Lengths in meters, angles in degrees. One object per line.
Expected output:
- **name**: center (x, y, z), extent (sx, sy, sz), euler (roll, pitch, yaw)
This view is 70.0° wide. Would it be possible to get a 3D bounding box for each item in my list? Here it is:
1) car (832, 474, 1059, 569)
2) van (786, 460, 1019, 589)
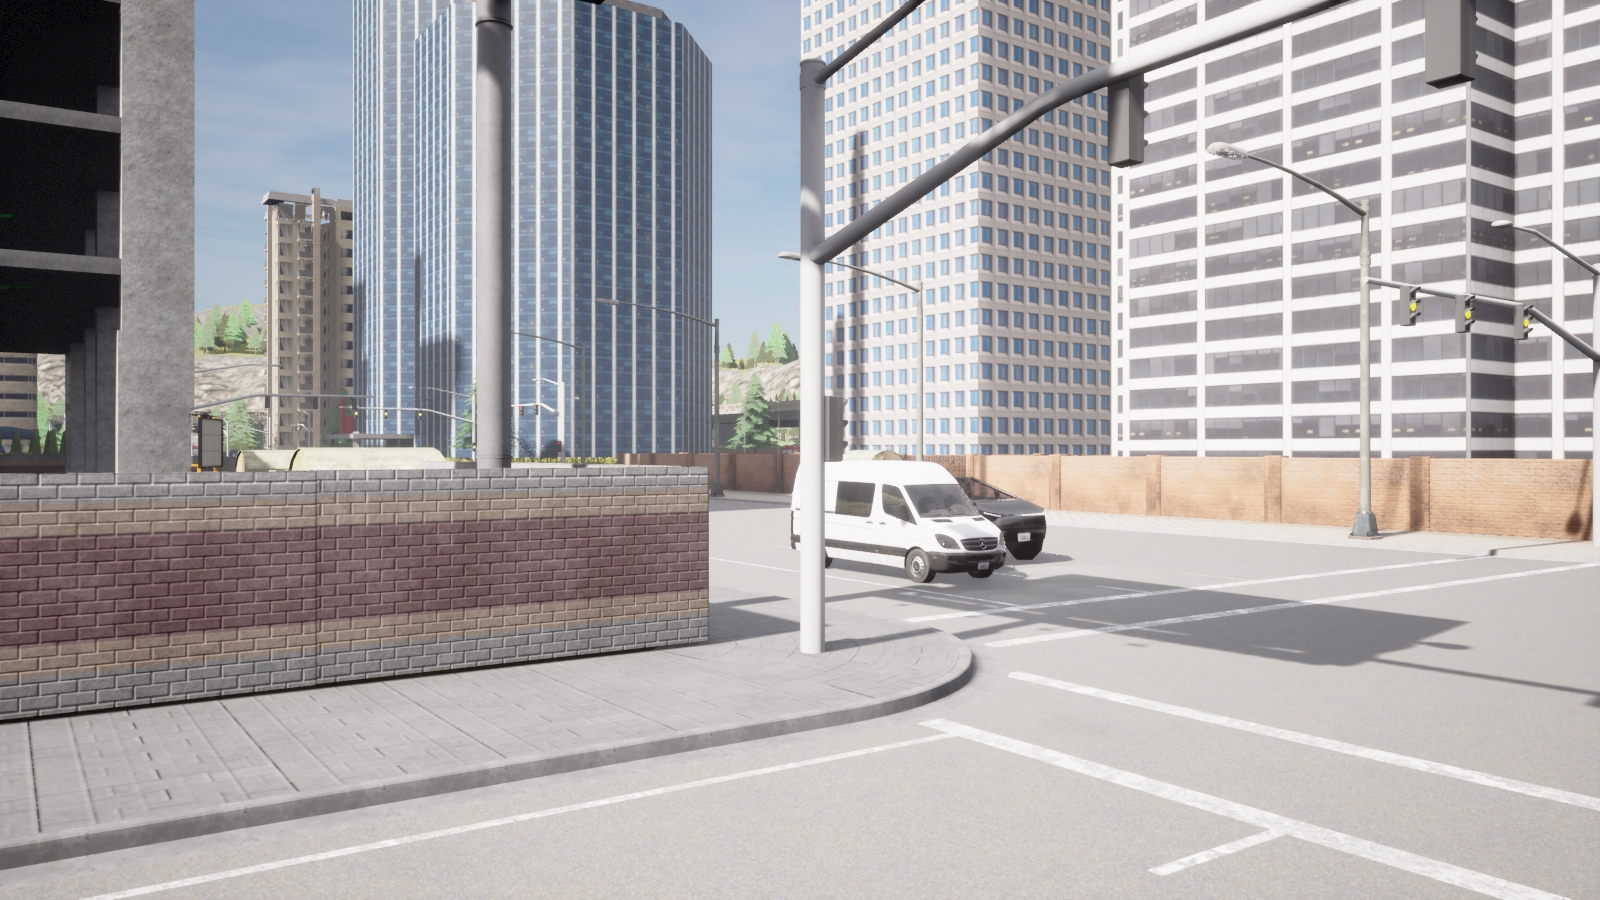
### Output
- **car**: center (3.654, 1.752, 30.193), extent (2.390, 2.098, 6.274), euler (0, 0, -35)
- **van**: center (2.162, 1.533, 26.216), extent (1.988, 2.561, 5.915), euler (0, 0, -35)
